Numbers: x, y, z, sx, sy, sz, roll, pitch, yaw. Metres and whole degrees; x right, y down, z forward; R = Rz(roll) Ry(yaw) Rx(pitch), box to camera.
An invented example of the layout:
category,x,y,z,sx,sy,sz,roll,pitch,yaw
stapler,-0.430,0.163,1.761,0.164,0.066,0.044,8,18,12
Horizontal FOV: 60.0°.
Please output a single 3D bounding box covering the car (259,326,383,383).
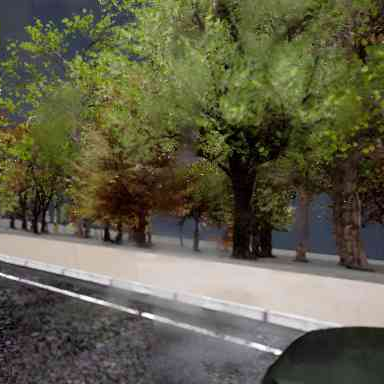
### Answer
category,x,y,z,sx,sy,sz,roll,pitch,yaw
car,2.420,1.556,1.962,4.181,1.385,1.994,-1,0,35
